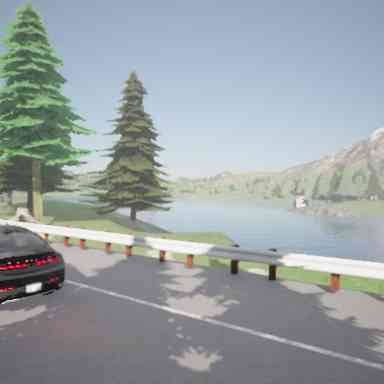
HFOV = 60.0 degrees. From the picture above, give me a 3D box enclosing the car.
[{"bbox_3d":[-4.828,1.488,7.548,4.892,1.490,1.837,0,0,37],"label":"car"}]
